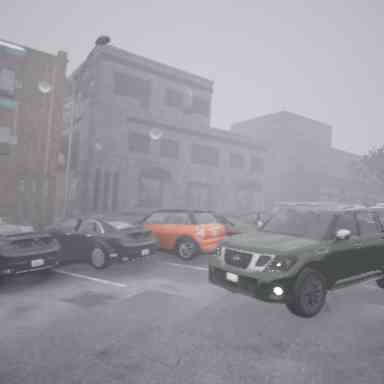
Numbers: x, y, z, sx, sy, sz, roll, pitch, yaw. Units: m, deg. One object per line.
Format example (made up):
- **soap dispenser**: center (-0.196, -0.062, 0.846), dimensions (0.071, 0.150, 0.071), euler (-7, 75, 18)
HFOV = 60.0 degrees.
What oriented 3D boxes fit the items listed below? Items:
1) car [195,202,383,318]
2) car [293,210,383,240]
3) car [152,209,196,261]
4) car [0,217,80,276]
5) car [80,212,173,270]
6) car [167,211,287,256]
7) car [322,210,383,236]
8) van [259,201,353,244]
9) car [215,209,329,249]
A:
- **car**: center (3.028, 1.325, 7.976), dimensions (5.566, 2.045, 2.150), euler (1, -1, -35)
- **car**: center (8.611, 1.861, 19.670), dimensions (4.674, 1.452, 2.002), euler (0, -2, 35)
- **car**: center (-0.943, 1.444, 12.872), dimensions (4.553, 1.767, 2.185), euler (0, -1, 35)
- **car**: center (-5.748, 1.482, 9.485), dimensions (4.892, 1.521, 2.231), euler (-1, -1, 35)
- **car**: center (-3.354, 1.525, 11.188), dimensions (4.892, 1.521, 2.231), euler (-1, -1, 35)
- **car**: center (1.454, 1.655, 14.574), dimensions (4.792, 1.488, 2.163), euler (0, -2, 35)
- **car**: center (11.012, 1.938, 21.362), dimensions (4.674, 1.452, 2.002), euler (0, -2, 35)
- **van**: center (6.122, 1.525, 18.046), dimensions (4.442, 1.987, 1.878), euler (0, -1, 35)
- **car**: center (3.816, 1.684, 16.287), dimensions (5.008, 1.535, 2.097), euler (0, -2, 35)
